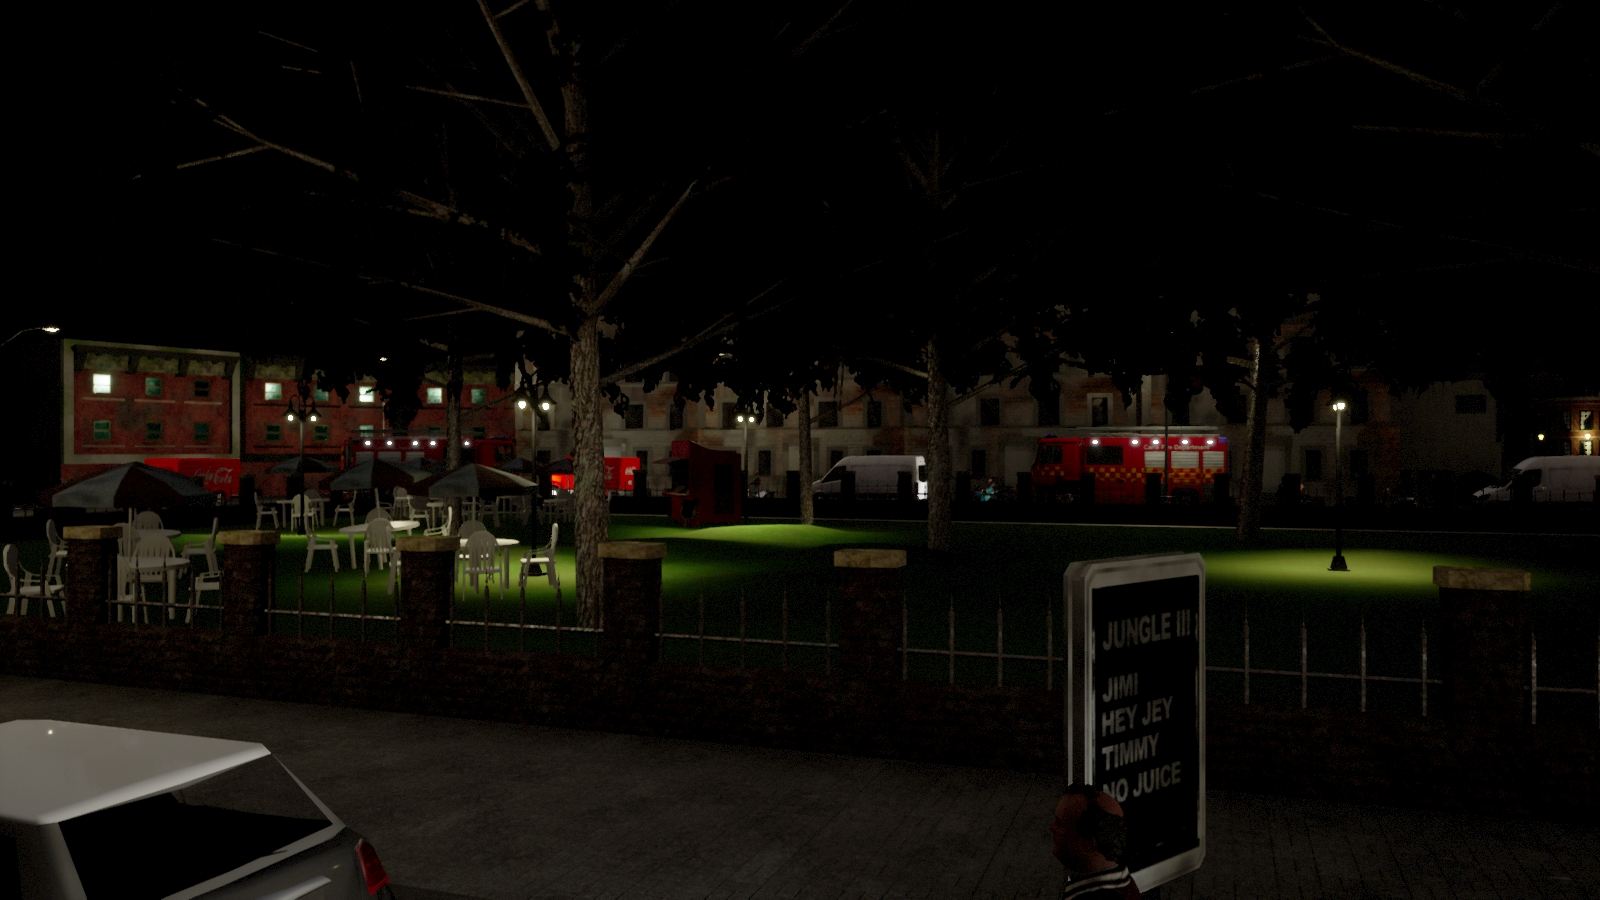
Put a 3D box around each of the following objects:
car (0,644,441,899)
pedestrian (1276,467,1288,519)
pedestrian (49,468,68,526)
[{"bbox_3d":[-3.854,1.847,5.232,3.806,1.475,1.970,0,0,20],"label":"car"},{"bbox_3d":[17.150,1.525,40.680,0.375,1.860,0.375,0,0,20],"label":"pedestrian"},{"bbox_3d":[-24.303,1.539,37.431,0.375,1.860,0.375,0,0,18],"label":"pedestrian"}]
